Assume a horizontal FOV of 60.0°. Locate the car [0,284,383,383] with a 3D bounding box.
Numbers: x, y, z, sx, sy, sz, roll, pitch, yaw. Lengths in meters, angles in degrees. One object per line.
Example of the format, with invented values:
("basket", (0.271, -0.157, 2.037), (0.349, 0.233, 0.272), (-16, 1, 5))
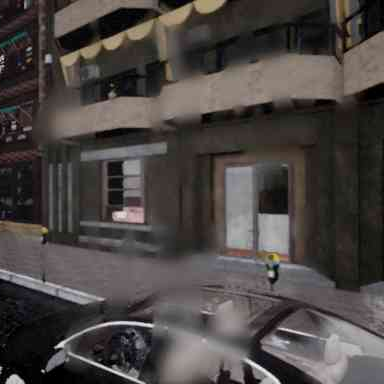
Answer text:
("car", (-0.030, 1.549, 2.902), (4.403, 1.369, 2.008), (0, 0, 36))
